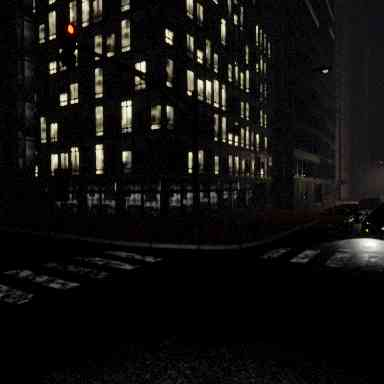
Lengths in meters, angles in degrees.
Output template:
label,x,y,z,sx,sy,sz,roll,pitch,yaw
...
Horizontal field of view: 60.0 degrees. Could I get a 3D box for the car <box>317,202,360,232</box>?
label,x,y,z,sx,sy,sz,roll,pitch,yaw
car,8.840,1.514,20.287,1.752,1.417,4.829,-1,-1,32

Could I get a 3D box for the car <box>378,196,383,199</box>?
label,x,y,z,sx,sy,sz,roll,pitch,yaw
car,20.521,1.470,33.998,2.128,1.511,4.902,0,0,32

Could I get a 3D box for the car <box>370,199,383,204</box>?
label,x,y,z,sx,sy,sz,roll,pitch,yaw
car,15.125,1.531,25.413,2.033,1.411,5.357,0,0,32

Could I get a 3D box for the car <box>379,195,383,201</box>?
label,x,y,z,sx,sy,sz,roll,pitch,yaw
car,47.665,1.537,82.907,1.802,1.307,4.206,-1,-1,32

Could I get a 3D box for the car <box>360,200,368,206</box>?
label,x,y,z,sx,sy,sz,roll,pitch,yaw
car,11.909,1.552,25.237,1.947,1.339,4.313,-1,-1,32

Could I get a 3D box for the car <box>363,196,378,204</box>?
label,x,y,z,sx,sy,sz,roll,pitch,yaw
car,20.848,1.522,39.654,1.887,1.381,4.507,-1,-1,32

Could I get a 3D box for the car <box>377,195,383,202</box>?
label,x,y,z,sx,sy,sz,roll,pitch,yaw
car,44.685,1.508,78.101,2.008,1.369,4.403,-1,-1,32

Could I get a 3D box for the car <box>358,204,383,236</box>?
label,x,y,z,sx,sy,sz,roll,pitch,yaw
car,10.161,1.552,17.462,1.994,1.385,4.181,0,0,32
